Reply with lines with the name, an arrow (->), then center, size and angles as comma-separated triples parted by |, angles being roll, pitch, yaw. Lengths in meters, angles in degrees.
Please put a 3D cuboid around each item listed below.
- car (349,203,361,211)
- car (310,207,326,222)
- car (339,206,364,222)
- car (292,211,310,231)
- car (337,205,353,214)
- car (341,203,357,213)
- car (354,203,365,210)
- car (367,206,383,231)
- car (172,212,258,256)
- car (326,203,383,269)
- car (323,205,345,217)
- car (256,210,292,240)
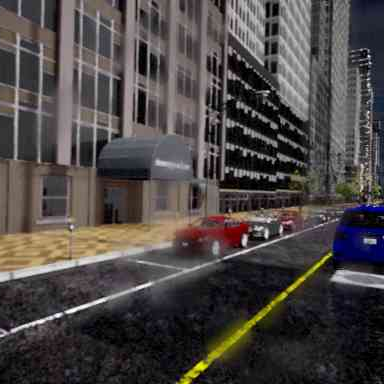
car -> 33.012, 3.067, 67.231 | 1.752, 1.417, 4.829 | 1, -1, 31
car -> 12.618, 2.198, 33.280 | 2.008, 1.369, 4.403 | 1, -1, 31
car -> 17.217, 2.288, 35.789 | 1.882, 1.535, 5.008 | 2, -1, 32
car -> 6.765, 1.973, 23.537 | 1.802, 1.307, 4.206 | 1, -1, 31
car -> 24.320, 2.743, 52.763 | 1.802, 1.307, 4.206 | 1, -1, 31
car -> 27.249, 2.729, 57.636 | 1.967, 1.590, 4.097 | 1, -1, 31
car -> 38.949, 3.367, 77.119 | 1.947, 1.339, 4.313 | 1, -1, 31
car -> 15.414, 2.037, 26.671 | 2.097, 1.767, 4.553 | 2, -1, 31
car -> 0.915, 1.678, 13.795 | 1.887, 1.381, 4.507 | 1, -1, 31
car -> 6.338, 1.511, 11.556 | 2.150, 2.045, 5.566 | 2, 0, 31
car -> 18.469, 2.455, 43.021 | 2.008, 1.369, 4.403 | 1, -1, 31
car -> 3.840, 1.813, 18.667 | 2.008, 1.369, 4.403 | 1, -1, 31
